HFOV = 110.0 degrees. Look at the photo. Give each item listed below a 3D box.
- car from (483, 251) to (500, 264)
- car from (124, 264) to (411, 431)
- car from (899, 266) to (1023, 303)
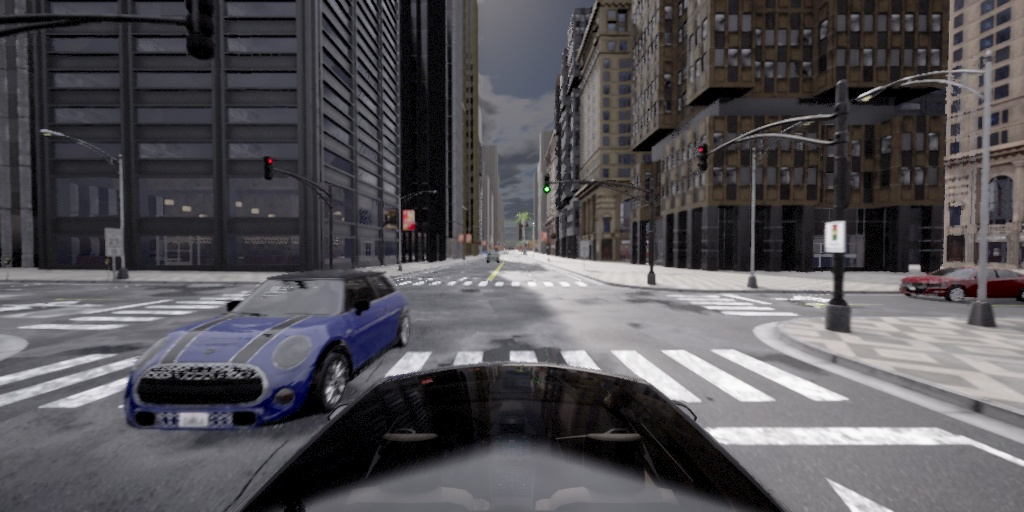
[{"bbox_3d":[-3.270,0.270,62.473,2.150,2.045,5.566,0,1,0],"label":"car"},{"bbox_3d":[-3.253,1.058,5.901,2.097,1.767,4.553,0,1,0],"label":"car"},{"bbox_3d":[20.478,1.199,16.109,5.008,1.535,1.882,0,1,0],"label":"car"}]
